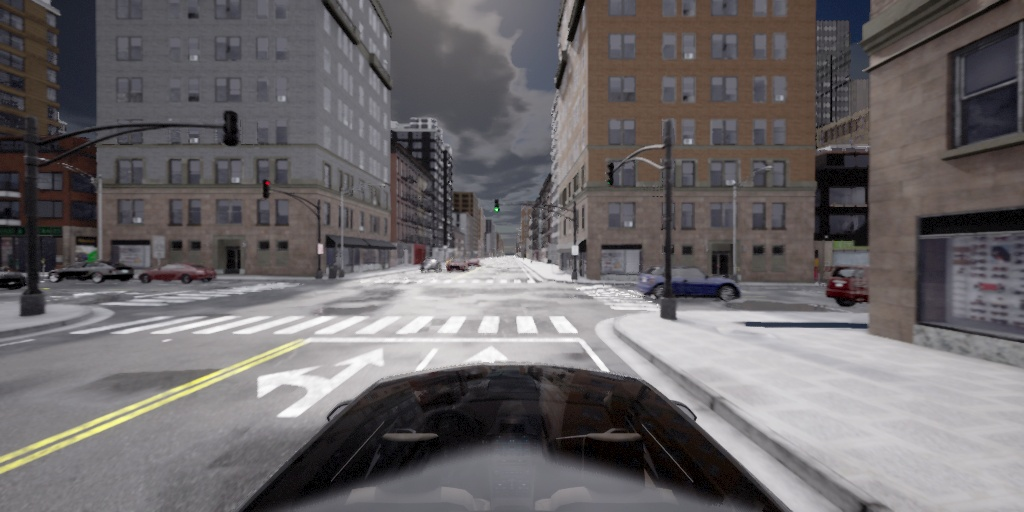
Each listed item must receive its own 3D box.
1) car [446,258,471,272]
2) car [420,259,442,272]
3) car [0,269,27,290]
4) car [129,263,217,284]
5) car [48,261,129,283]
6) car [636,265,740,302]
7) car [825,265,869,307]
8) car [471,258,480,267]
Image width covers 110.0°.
[{"bbox_3d":[-6.581,1.023,43.561,2.097,1.767,4.553,0,0,0],"label":"car"},{"bbox_3d":[-9.829,1.162,43.732,2.128,1.511,4.902,0,0,0],"label":"car"},{"bbox_3d":[-26.865,1.029,17.520,4.892,1.490,1.837,1,0,0],"label":"car"},{"bbox_3d":[-21.529,1.091,23.181,4.207,1.307,1.802,0,0,0],"label":"car"},{"bbox_3d":[-27.094,1.009,23.194,4.313,1.339,1.948,0,0,0],"label":"car"},{"bbox_3d":[8.596,1.246,17.618,4.553,1.767,2.097,1,0,0],"label":"car"},{"bbox_3d":[15.844,1.305,14.754,5.009,1.841,2.192,0,0,0],"label":"car"},{"bbox_3d":[-6.531,1.099,61.601,1.882,1.535,5.008,0,0,1],"label":"car"}]
